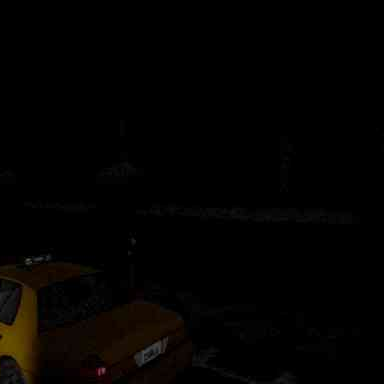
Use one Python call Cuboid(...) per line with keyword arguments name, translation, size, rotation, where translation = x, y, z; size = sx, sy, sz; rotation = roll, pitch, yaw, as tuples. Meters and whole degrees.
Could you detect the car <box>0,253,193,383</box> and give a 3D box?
Cuboid(name="car", translation=(-2.271, 1.525, 4.578), size=(4.829, 1.417, 1.752), rotation=(0, 0, 35))
